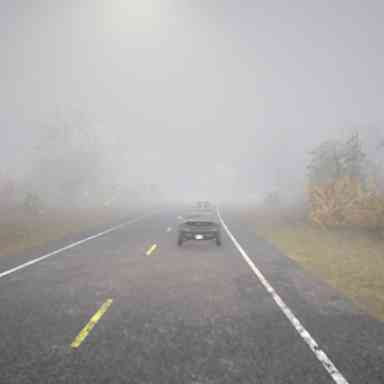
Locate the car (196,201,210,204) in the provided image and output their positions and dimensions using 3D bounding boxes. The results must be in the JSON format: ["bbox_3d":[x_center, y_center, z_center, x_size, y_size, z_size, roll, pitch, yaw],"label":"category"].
[{"bbox_3d":[1.205,1.630,35.789,2.033,1.411,5.357,0,0,3],"label":"car"}]

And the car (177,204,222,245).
[{"bbox_3d":[0.345,1.521,15.533,1.837,1.490,4.892,0,0,1],"label":"car"}]
